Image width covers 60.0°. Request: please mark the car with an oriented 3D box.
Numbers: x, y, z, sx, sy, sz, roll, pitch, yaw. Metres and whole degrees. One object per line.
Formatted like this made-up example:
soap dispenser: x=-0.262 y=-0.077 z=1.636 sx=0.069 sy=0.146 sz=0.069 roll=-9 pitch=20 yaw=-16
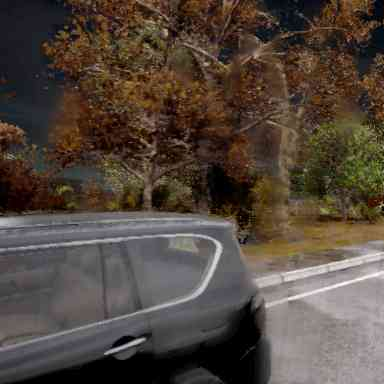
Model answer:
car: x=-1.854 y=1.220 z=2.360 sx=5.566 sy=2.045 sz=2.150 roll=0 pitch=0 yaw=-35
